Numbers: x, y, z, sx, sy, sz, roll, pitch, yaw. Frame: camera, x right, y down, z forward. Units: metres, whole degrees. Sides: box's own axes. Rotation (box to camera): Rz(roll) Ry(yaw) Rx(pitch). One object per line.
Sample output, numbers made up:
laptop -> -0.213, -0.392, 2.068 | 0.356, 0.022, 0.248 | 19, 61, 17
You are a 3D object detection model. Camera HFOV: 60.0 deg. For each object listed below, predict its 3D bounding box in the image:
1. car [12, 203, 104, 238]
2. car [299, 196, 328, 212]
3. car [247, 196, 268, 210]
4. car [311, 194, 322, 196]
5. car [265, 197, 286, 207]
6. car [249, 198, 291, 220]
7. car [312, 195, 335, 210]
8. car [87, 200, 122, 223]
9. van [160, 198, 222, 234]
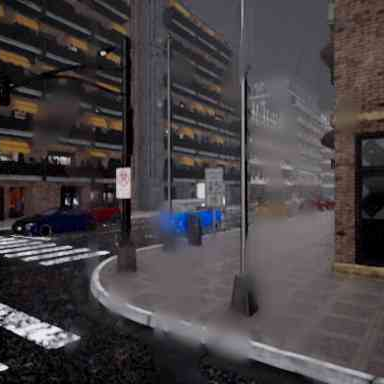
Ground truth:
car -> -7.036, 1.522, 17.380 | 1.994, 1.385, 4.181 | 0, 0, 35
car -> 13.037, 1.433, 36.190 | 1.887, 1.381, 4.507 | 0, 0, 35
car -> 7.435, 1.213, 38.110 | 2.097, 1.767, 4.553 | 0, 0, 35
car -> 25.628, 1.244, 68.860 | 2.192, 1.841, 5.009 | 0, 0, 35
car -> 12.661, 1.511, 50.289 | 1.802, 1.307, 4.206 | 0, 0, 35
car -> 6.652, 1.420, 27.046 | 1.752, 1.417, 4.829 | 0, 0, 35
car -> 16.278, 1.433, 40.831 | 1.887, 1.381, 4.507 | 0, 0, 35
car -> -6.788, 1.393, 22.436 | 1.967, 1.590, 4.097 | 0, 0, 35
van -> 0.071, 1.252, 17.622 | 1.690, 1.788, 3.998 | 0, 0, 35
